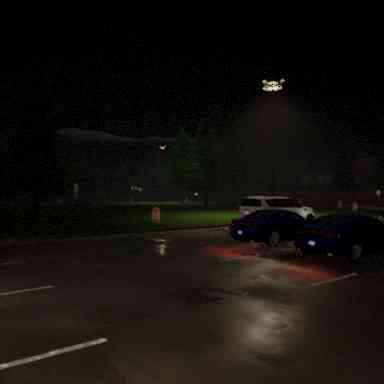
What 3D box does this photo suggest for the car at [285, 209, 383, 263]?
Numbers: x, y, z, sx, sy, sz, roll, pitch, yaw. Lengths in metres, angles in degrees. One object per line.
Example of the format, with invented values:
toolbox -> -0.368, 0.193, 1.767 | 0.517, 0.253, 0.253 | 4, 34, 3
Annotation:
car -> 5.926, 1.525, 12.283 | 5.008, 1.535, 1.882 | 0, 0, -35

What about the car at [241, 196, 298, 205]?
car -> 5.297, 1.286, 20.577 | 5.566, 2.045, 2.150 | 0, 0, -35

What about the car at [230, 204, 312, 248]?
car -> 4.003, 1.525, 15.210 | 5.008, 1.535, 1.882 | 0, 0, -35
